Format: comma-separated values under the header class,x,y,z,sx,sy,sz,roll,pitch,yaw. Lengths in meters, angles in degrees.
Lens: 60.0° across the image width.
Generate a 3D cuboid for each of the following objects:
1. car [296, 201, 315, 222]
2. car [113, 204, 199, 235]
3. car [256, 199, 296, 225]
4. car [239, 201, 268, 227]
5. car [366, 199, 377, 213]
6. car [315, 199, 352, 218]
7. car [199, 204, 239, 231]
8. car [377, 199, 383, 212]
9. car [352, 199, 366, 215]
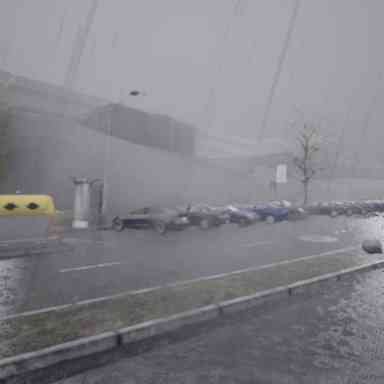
class,x,y,z,sx,sy,sz,roll,pitch,yaw
car,6.880,1.365,26.215,4.553,1.767,2.185,-1,-1,31
car,-2.344,1.516,18.828,4.792,1.488,2.163,-1,0,33
car,4.631,1.487,24.315,5.008,1.535,2.097,-1,0,31
car,2.332,1.526,22.466,4.674,1.452,2.002,-1,-1,32
car,15.857,1.516,33.916,4.892,1.521,2.231,0,0,29
car,11.416,1.501,30.009,4.892,1.521,2.231,0,0,30
car,0.020,1.486,20.620,4.892,1.521,2.231,-1,0,32
car,20.223,1.537,37.904,5.008,1.535,2.097,0,-1,28
car,13.643,1.507,31.951,4.892,1.521,2.231,0,0,29
